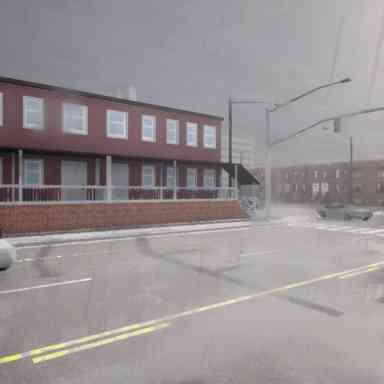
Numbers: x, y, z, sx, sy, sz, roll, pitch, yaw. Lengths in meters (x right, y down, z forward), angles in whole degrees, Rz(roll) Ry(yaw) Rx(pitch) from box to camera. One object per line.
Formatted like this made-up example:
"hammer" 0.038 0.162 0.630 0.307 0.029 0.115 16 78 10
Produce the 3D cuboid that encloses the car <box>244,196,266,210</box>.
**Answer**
"car" 7.396 1.310 42.043 2.097 1.767 4.553 0 0 -36

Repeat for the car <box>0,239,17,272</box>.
"car" -6.813 1.572 7.709 4.718 1.301 1.895 0 0 -36

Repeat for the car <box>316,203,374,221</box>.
"car" 12.260 1.595 26.908 1.895 1.301 4.718 0 0 -14

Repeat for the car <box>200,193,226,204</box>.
"car" 4.017 1.137 64.867 2.150 2.045 5.566 0 0 -36

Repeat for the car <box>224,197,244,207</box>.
"car" 3.635 1.440 41.274 2.128 1.511 4.902 0 0 -36
